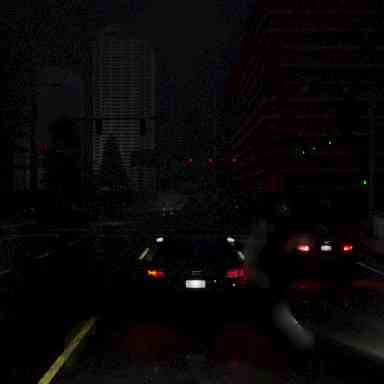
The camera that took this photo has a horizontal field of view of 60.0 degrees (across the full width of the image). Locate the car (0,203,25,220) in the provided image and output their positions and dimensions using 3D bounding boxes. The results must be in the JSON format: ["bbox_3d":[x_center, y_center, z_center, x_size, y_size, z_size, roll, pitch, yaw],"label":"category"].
[{"bbox_3d":[-15.514,1.546,27.181,4.718,1.301,1.895,0,0,0],"label":"car"}]

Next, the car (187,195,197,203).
[{"bbox_3d":[0.085,1.501,71.071,1.837,1.490,4.892,0,0,0],"label":"car"}]

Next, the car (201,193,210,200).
[{"bbox_3d":[3.574,1.207,90.442,2.150,2.045,5.566,0,0,0],"label":"car"}]

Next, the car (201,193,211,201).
[{"bbox_3d":[3.566,1.493,80.558,1.837,1.490,4.892,0,0,0],"label":"car"}]

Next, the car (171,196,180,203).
[{"bbox_3d":[-3.443,1.524,70.629,1.812,1.442,4.674,0,0,0],"label":"car"}]

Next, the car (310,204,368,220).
[{"bbox_3d":[10.238,1.550,24.029,4.718,1.301,1.895,0,0,-3],"label":"car"}]

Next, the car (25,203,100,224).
[{"bbox_3d":[-8.951,1.507,23.727,4.674,1.442,1.812,0,0,0],"label":"car"}]

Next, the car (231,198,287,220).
[{"bbox_3d":[5.563,1.325,27.362,4.553,1.767,2.097,0,0,-1],"label":"car"}]

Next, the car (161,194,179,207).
[{"bbox_3d":[-3.554,1.491,50.726,2.128,1.511,4.902,0,0,0],"label":"car"}]

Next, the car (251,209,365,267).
[{"bbox_3d":[3.599,1.547,11.398,2.033,1.411,5.357,0,0,0],"label":"car"}]

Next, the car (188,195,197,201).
[{"bbox_3d":[0.066,1.534,81.417,2.033,1.411,5.357,0,0,0],"label":"car"}]

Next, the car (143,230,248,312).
[{"bbox_3d":[0.075,1.564,7.778,1.994,1.385,4.181,0,0,0],"label":"car"}]

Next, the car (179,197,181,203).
[{"bbox_3d":[-3.521,1.352,60.650,2.097,1.767,4.553,0,0,0],"label":"car"}]
